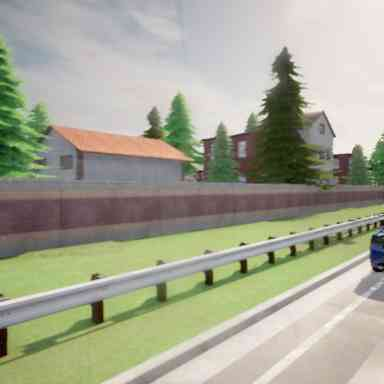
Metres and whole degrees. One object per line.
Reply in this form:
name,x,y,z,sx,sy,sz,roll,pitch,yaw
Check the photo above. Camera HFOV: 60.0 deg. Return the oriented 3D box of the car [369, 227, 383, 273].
car,6.593,1.373,9.443,1.882,1.535,5.008,0,1,42
